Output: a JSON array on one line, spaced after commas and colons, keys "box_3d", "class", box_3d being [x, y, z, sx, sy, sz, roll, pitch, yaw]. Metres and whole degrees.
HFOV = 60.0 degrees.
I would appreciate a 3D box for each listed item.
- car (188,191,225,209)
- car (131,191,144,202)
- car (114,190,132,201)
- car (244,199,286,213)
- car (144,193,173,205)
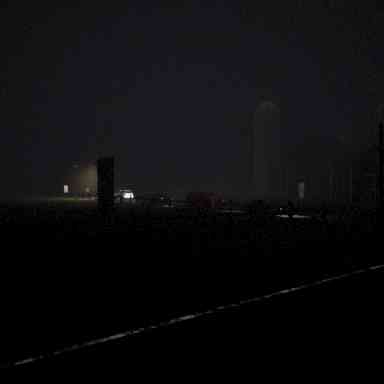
[{"box_3d": [1.607, 0.933, 40.051, 2.150, 2.045, 5.566, -1, 1, -36], "class": "car"}, {"box_3d": [-8.284, 0.981, 58.698, 2.128, 1.511, 4.902, -1, 1, -36], "class": "car"}, {"box_3d": [-13.615, 0.621, 66.055, 2.150, 2.045, 5.566, -1, 1, -36], "class": "car"}, {"box_3d": [7.077, 1.365, 32.465, 1.994, 1.385, 4.181, -1, 1, -36], "class": "car"}, {"box_3d": [-4.638, 0.962, 48.775, 2.097, 1.767, 4.553, -1, 1, -35], "class": "car"}]
